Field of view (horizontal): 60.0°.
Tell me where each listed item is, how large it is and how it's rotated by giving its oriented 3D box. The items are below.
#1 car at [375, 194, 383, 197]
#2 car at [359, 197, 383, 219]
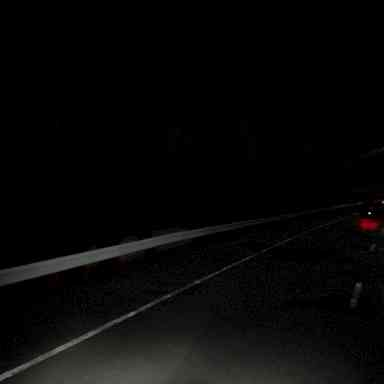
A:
[{"bbox_3d":[22.194,1.221,38.079,2.150,2.045,5.566,0,0,36],"label":"car"},{"bbox_3d":[16.120,1.505,29.556,1.837,1.490,4.892,0,0,35],"label":"car"}]
